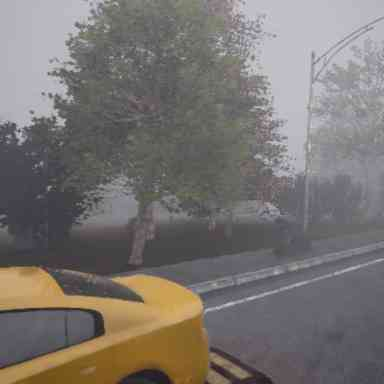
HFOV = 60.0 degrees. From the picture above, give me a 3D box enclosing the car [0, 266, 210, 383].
[{"bbox_3d":[-2.145,1.460,2.551,5.008,1.535,1.882,-1,1,-37],"label":"car"}]
